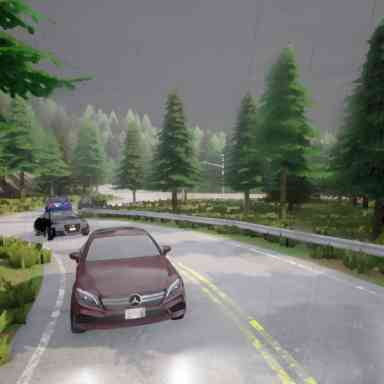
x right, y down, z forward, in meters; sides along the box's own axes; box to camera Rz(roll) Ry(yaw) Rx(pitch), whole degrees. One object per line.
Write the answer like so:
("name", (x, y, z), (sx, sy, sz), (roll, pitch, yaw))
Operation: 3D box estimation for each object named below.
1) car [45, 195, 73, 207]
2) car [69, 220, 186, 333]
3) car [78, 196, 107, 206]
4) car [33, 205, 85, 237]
("car", (-12.862, 1.326, 32.233), (2.150, 2.045, 5.566), (-1, 0, -18))
("car", (-1.521, 1.523, 7.086), (1.812, 1.442, 4.674), (-2, 0, -17))
("car", (-12.719, 1.289, 42.823), (2.097, 1.767, 4.553), (2, 2, 13))
("car", (-7.067, 1.664, 17.820), (1.994, 1.385, 4.181), (-4, 2, -38))
